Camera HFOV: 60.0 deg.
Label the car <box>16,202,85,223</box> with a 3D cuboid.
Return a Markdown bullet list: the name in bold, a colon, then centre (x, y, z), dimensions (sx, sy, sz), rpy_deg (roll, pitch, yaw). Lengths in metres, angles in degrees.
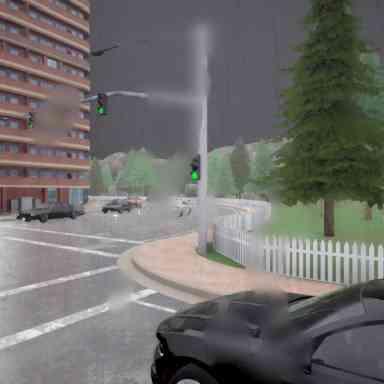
- **car**: centre (-10.641, 1.492, 25.586), dimensions (2.033, 1.411, 5.357), rpy_deg (0, 0, 24)

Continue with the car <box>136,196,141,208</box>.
- **car**: centre (-8.119, 1.296, 45.702), dimensions (2.097, 1.767, 4.553), rpy_deg (0, 0, -11)

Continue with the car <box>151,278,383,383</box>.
- **car**: centre (1.873, 1.478, 2.653), dimensions (5.008, 1.535, 1.882), rpy_deg (0, 0, 36)

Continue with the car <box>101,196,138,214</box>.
- **car**: centre (-7.821, 1.492, 35.405), dimensions (2.033, 1.411, 5.357), rpy_deg (0, 0, 7)

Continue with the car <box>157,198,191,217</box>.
- **car**: centre (-1.405, 1.470, 30.683), dimensions (1.812, 1.442, 4.674), rpy_deg (0, 0, 13)

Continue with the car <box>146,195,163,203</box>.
- **car**: centre (-7.745, 1.448, 69.350), dimensions (1.837, 1.490, 4.892), rpy_deg (0, 0, -42)
